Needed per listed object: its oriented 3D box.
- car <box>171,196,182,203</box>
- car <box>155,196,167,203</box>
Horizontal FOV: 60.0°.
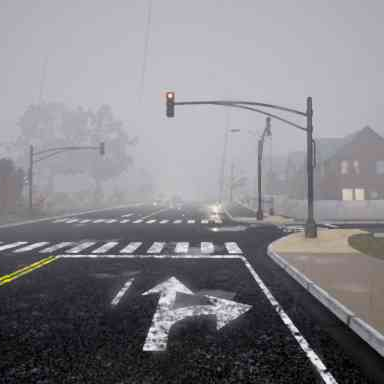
[{"bbox_3d":[-3.085,1.536,67.855,1.812,1.442,4.674,0,0,5],"label":"car"},{"bbox_3d":[-6.319,1.497,68.173,1.882,1.535,5.008,0,0,5],"label":"car"}]
